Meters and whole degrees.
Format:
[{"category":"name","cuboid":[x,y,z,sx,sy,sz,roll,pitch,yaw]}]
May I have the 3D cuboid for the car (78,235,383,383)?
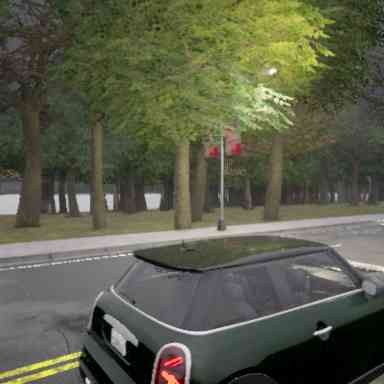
[{"category":"car","cuboid":[1.071,1.349,4.196,4.553,1.767,2.097,0,0,-35]}]
